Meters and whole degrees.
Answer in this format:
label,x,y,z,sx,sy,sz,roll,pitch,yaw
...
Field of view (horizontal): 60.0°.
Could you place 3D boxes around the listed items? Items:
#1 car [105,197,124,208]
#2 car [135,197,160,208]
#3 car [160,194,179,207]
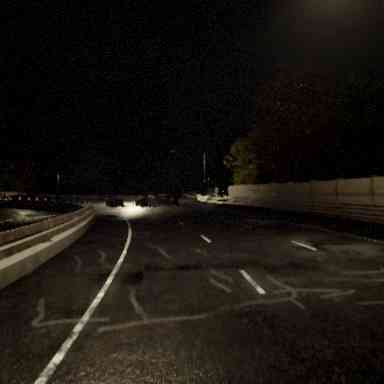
label,x,y,z,sx,sy,sz,roll,pitch,yaw
car,-10.666,1.385,45.914,1.812,1.442,4.674,-1,1,-26
car,-6.298,1.385,44.822,1.994,1.385,4.181,-1,0,-24
car,-3.605,1.130,47.329,2.097,1.767,4.553,-1,0,-24
